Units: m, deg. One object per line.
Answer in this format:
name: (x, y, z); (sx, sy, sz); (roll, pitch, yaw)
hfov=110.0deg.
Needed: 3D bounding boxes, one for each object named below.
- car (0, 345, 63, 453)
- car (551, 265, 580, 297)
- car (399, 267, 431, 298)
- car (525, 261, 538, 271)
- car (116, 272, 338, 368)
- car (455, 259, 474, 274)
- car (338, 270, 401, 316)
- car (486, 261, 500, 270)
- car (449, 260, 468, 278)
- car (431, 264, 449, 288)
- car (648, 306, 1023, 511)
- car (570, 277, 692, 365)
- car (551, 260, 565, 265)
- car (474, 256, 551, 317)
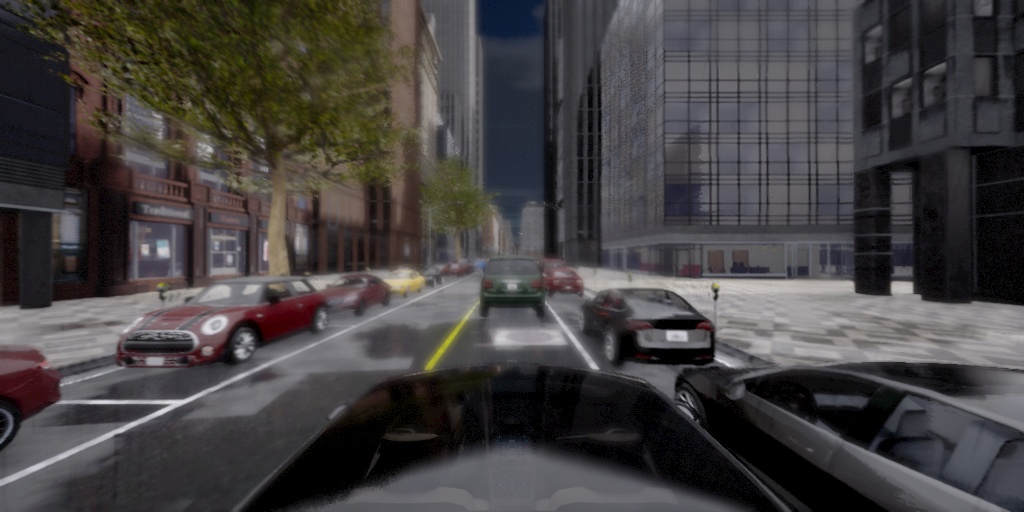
car: (-5.857, 1.334, 2.240); (1.802, 1.307, 4.207); (0, 0, 0)
car: (2.662, 1.359, 19.155); (1.888, 1.381, 4.507); (0, 0, 0)
car: (-5.863, 1.339, 18.987); (1.751, 1.417, 4.829); (0, 0, 0)
car: (2.982, 1.506, 55.115); (1.812, 1.442, 4.674); (0, 0, 0)
car: (-5.859, 1.210, 7.879); (1.967, 1.591, 4.097); (0, 0, 0)
car: (-5.871, 1.229, 41.716); (2.192, 1.841, 5.009); (0, 0, 0)
car: (-5.861, 1.373, 13.519); (1.802, 1.307, 4.207); (0, 0, 0)
car: (-3.079, 1.566, 59.247); (1.994, 1.385, 4.181); (0, 0, 0)
car: (-5.869, 1.434, 36.076); (1.888, 1.381, 4.507); (0, 0, 0)
car: (-5.865, 1.404, 24.798); (1.948, 1.339, 4.313); (0, 0, 0)
car: (2.669, 1.318, 2.240); (1.948, 1.339, 4.313); (0, 0, 0)
car: (2.667, 1.336, 7.877); (1.948, 1.339, 4.313); (0, 0, 0)
car: (2.660, 1.153, 24.794); (2.192, 1.841, 5.009); (0, 0, 0)
car: (0.034, 1.015, 13.532); (2.150, 2.045, 5.566); (0, 0, 1)
